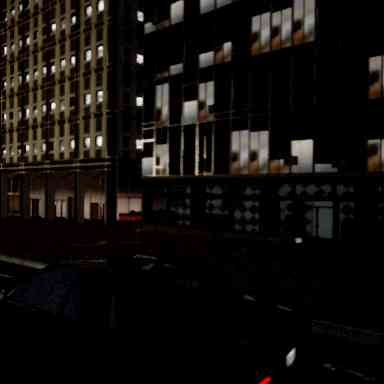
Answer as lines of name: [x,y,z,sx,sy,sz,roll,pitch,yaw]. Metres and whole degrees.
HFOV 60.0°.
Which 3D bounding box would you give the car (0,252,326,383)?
car: [-1.139,1.574,4.495,5.357,1.411,2.033,-1,0,35]
